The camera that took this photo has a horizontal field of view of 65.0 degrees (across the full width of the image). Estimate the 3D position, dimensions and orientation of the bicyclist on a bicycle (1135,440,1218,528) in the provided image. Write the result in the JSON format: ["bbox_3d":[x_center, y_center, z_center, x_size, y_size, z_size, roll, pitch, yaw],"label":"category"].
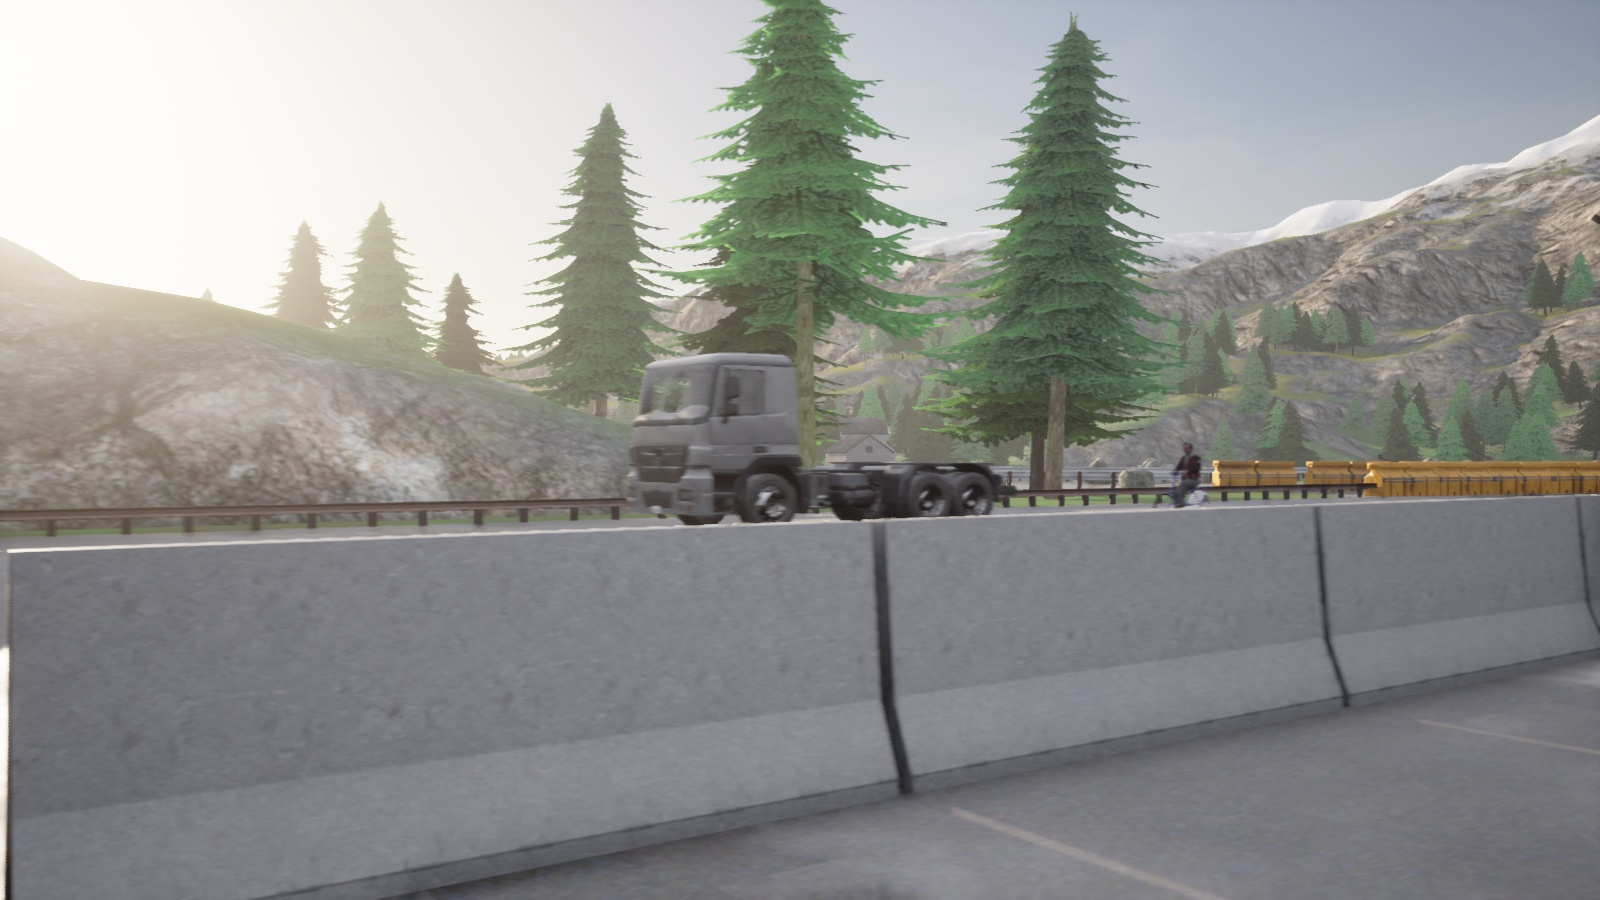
[{"bbox_3d":[7.866,0.691,26.191,1.843,1.776,0.659,0,0,-35],"label":"bicyclist on a bicycle"}]

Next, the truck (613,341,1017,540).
[{"bbox_3d":[0.482,-0.156,25.319,7.936,3.462,2.891,0,0,-35],"label":"truck"}]
